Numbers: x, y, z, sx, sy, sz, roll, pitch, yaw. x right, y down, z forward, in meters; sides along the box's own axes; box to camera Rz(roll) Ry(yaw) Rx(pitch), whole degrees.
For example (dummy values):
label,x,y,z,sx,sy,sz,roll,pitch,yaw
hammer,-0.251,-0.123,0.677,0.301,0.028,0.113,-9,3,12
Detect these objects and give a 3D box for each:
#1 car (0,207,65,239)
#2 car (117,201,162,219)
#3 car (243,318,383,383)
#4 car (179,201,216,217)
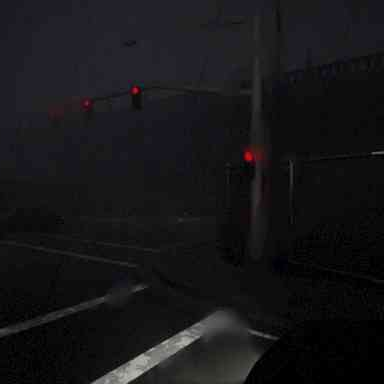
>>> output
label,x,y,z,sx,sy,sz,roll,pitch,yaw
car,-9.118,1.572,17.800,1.812,1.442,4.674,0,0,35
car,-4.653,1.581,30.081,1.812,1.442,4.674,0,0,35
car,2.940,1.547,1.869,5.357,1.411,2.033,0,0,36
car,0.965,1.603,31.974,2.033,1.411,5.357,0,0,35
